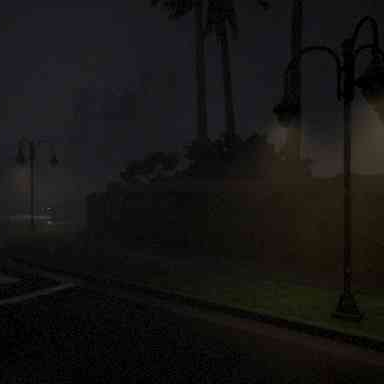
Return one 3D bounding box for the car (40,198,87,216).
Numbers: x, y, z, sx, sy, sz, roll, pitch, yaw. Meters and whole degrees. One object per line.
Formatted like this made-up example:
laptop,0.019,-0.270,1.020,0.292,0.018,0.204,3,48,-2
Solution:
car,-11.721,1.343,31.270,1.837,1.490,4.892,0,0,36
